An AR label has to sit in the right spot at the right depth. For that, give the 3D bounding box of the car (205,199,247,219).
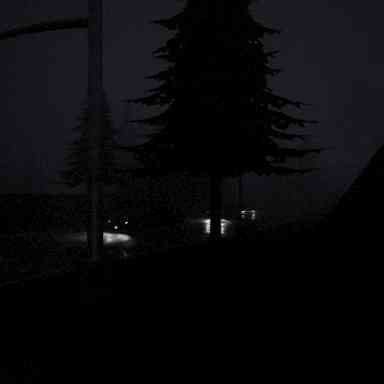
[{"bbox_3d":[2.928,1.546,29.781,2.033,1.411,5.357,0,0,25],"label":"car"}]

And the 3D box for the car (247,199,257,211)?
[{"bbox_3d":[7.170,1.544,41.538,2.033,1.411,5.357,0,0,15],"label":"car"}]

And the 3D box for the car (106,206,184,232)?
[{"bbox_3d":[-2.648,1.546,20.392,2.033,1.411,5.357,0,0,35],"label":"car"}]
